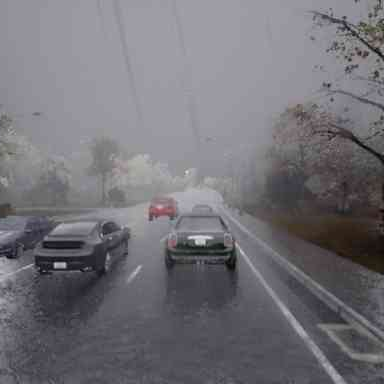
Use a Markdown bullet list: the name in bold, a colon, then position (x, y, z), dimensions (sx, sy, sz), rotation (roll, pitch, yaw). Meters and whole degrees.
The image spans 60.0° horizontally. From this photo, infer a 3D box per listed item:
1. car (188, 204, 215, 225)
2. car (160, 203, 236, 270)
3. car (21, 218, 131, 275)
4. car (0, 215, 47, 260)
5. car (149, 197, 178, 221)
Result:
- **car**: position (0.806, 1.769, 27.074), dimensions (2.033, 1.411, 5.357), rotation (0, 0, 2)
- **car**: position (0.287, 1.447, 11.546), dimensions (2.097, 1.767, 4.553), rotation (0, 0, 1)
- **car**: position (-3.236, 1.592, 10.705), dimensions (1.837, 1.490, 4.892), rotation (0, 0, 1)
- **car**: position (-6.888, 1.651, 13.186), dimensions (2.033, 1.411, 5.357), rotation (0, 0, 1)
- **car**: position (-2.549, 1.467, 30.387), dimensions (2.150, 2.045, 5.566), rotation (0, -1, 3)
